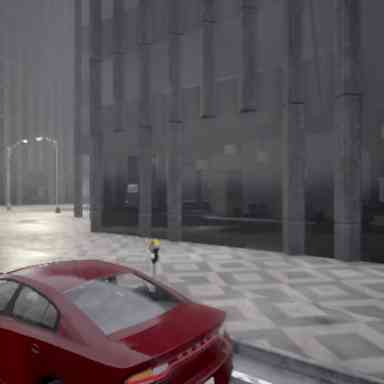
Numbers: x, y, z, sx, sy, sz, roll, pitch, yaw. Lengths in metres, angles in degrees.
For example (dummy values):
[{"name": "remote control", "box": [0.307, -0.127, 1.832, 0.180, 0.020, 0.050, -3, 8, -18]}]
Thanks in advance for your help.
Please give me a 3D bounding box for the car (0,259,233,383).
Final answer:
[{"name": "car", "box": [-1.688, 1.539, 4.168, 4.507, 1.381, 1.887, 0, 0, 35]}]
